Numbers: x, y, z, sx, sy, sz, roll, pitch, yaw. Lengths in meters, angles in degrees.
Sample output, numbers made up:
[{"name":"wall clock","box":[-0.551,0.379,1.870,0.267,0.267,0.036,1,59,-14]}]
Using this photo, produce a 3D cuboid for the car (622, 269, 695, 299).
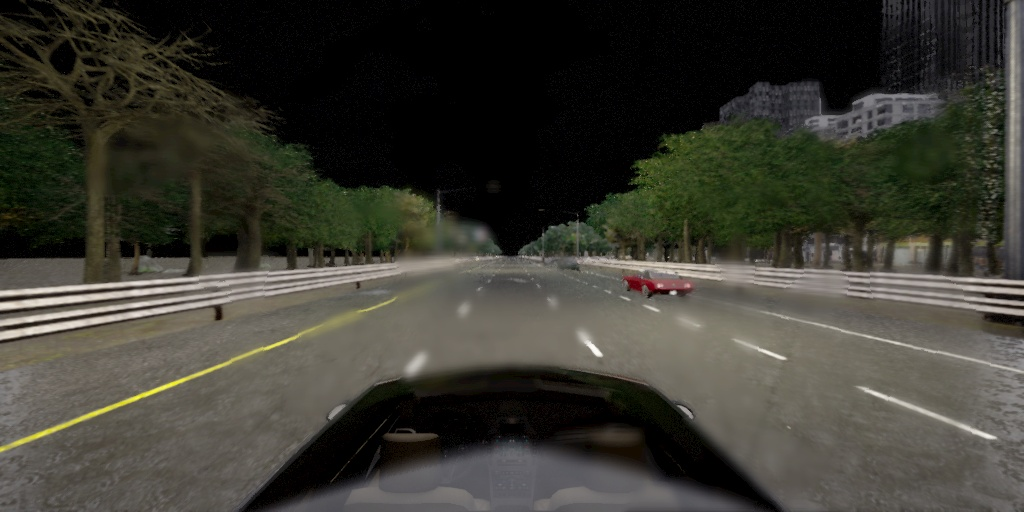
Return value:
[{"name":"car","box":[6.997,1.312,17.780,1.895,1.301,4.718,0,0,0]}]

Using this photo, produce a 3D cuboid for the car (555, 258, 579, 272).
[{"name":"car","box":[6.995,0.991,44.712,2.097,1.767,4.553,0,0,0]}]
